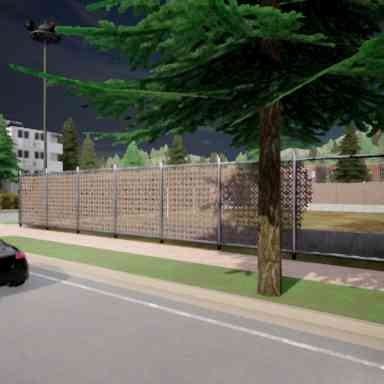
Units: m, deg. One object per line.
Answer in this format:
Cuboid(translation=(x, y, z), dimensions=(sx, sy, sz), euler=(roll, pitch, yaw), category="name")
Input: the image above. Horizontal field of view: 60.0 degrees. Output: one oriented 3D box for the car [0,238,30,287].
Cuboid(translation=(-5.828, 1.558, 8.105), dimensions=(4.181, 1.385, 1.994), euler=(0, 0, 36), category="car")
